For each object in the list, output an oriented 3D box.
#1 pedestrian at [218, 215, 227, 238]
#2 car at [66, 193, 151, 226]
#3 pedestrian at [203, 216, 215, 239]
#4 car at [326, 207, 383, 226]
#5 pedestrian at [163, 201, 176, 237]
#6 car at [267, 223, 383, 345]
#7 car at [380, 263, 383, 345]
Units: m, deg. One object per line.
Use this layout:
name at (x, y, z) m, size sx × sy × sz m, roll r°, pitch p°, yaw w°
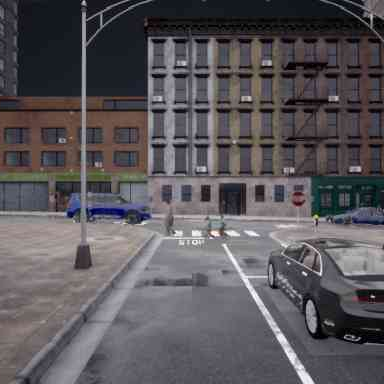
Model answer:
pedestrian at (1.547, 1.676, 16.266) m, size 0.500 × 1.100 × 0.500 m, roll 0°, pitch 0°, yaw 0°
car at (-5.580, 1.127, 22.543) m, size 5.566 × 2.045 × 2.150 m, roll 1°, pitch 0°, yaw 0°
pedestrian at (0.805, 1.676, 15.670) m, size 0.500 × 1.100 × 0.500 m, roll 0°, pitch 0°, yaw 0°
car at (13.189, 1.888, 25.426) m, size 5.357 × 1.411 × 2.033 m, roll 1°, pitch 0°, yaw 0°
pedestrian at (-1.159, 1.296, 16.871) m, size 0.375 × 1.860 × 0.375 m, roll 0°, pitch 0°, yaw 0°
car at (2.638, 1.552, 6.349) m, size 2.008 × 1.369 × 4.403 m, roll 0°, pitch 0°, yaw 0°
car at (2.644, 1.440, 0.845) m, size 1.967 × 1.590 × 4.097 m, roll 0°, pitch 0°, yaw 0°
